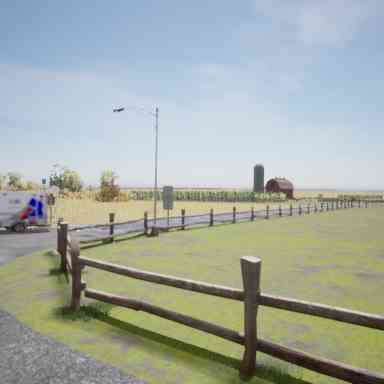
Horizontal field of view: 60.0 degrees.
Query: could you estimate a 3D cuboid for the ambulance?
[{"bbox_3d":[-11.689,1.150,19.126,6.366,2.431,2.351,1,0,-40],"label":"ambulance"}]
